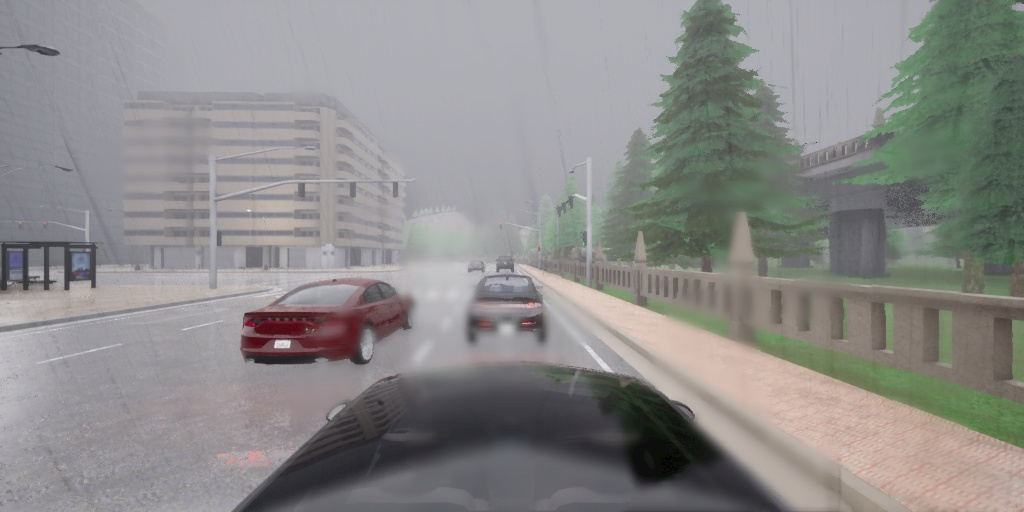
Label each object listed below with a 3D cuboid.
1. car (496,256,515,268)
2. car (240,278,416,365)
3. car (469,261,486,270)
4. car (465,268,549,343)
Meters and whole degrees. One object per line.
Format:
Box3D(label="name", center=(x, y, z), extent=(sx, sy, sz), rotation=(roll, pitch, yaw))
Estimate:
Box3D(label="car", center=(-0.865, 0.972, 45.331), extent=(2.150, 2.045, 5.566), rotation=(0, 0, -1))
Box3D(label="car", center=(-3.595, 1.228, 8.081), extent=(1.882, 1.535, 5.008), rotation=(0, 0, 0))
Box3D(label="car", center=(-4.367, 1.298, 45.009), extent=(2.033, 1.411, 5.357), rotation=(0, 0, -1))
Box3D(label="car", center=(-0.127, 1.242, 9.643), extent=(2.128, 1.511, 4.902), rotation=(0, 0, -1))
